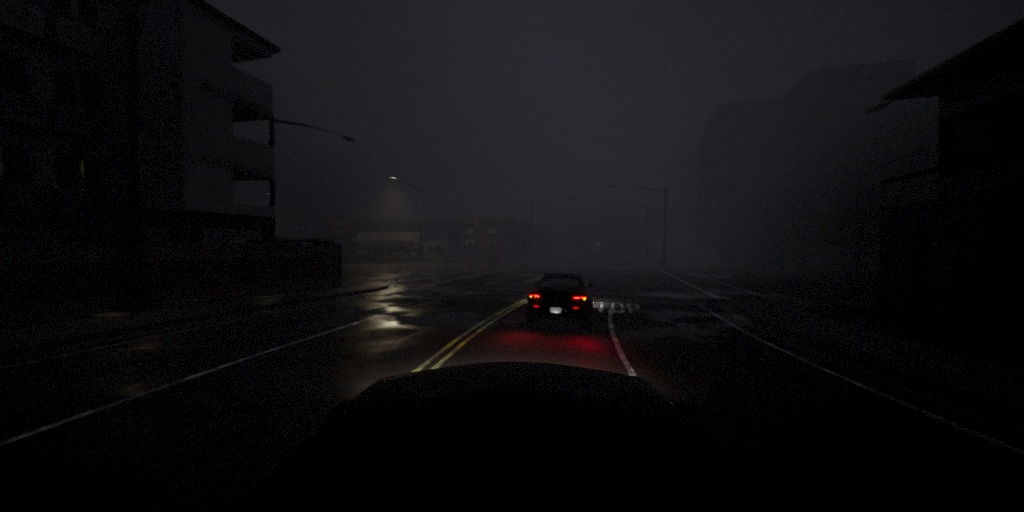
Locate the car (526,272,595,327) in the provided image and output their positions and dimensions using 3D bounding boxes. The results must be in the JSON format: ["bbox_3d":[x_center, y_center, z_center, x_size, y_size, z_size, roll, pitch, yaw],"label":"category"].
[{"bbox_3d":[1.643,1.249,11.522,1.812,1.442,4.674,1,0,13],"label":"car"}]
